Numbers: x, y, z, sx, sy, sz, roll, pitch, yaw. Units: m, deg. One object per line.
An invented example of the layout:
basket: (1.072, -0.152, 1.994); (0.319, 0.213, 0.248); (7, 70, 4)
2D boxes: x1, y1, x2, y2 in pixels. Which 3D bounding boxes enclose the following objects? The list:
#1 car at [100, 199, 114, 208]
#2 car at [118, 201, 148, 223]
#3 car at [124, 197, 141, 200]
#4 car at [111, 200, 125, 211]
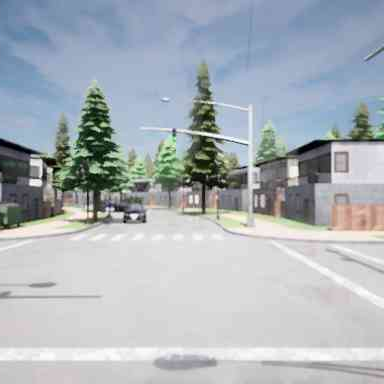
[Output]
car: (-16.507, 2.132, 64.773); (2.097, 1.767, 4.553); (1, -1, -45)
car: (-4.839, 1.817, 28.556); (2.128, 1.511, 4.902); (0, -1, -7)
car: (-10.392, 1.897, 56.431); (2.150, 2.045, 5.566); (1, -1, -36)
car: (-9.841, 2.161, 47.302); (1.895, 1.301, 4.718); (0, -1, -24)
